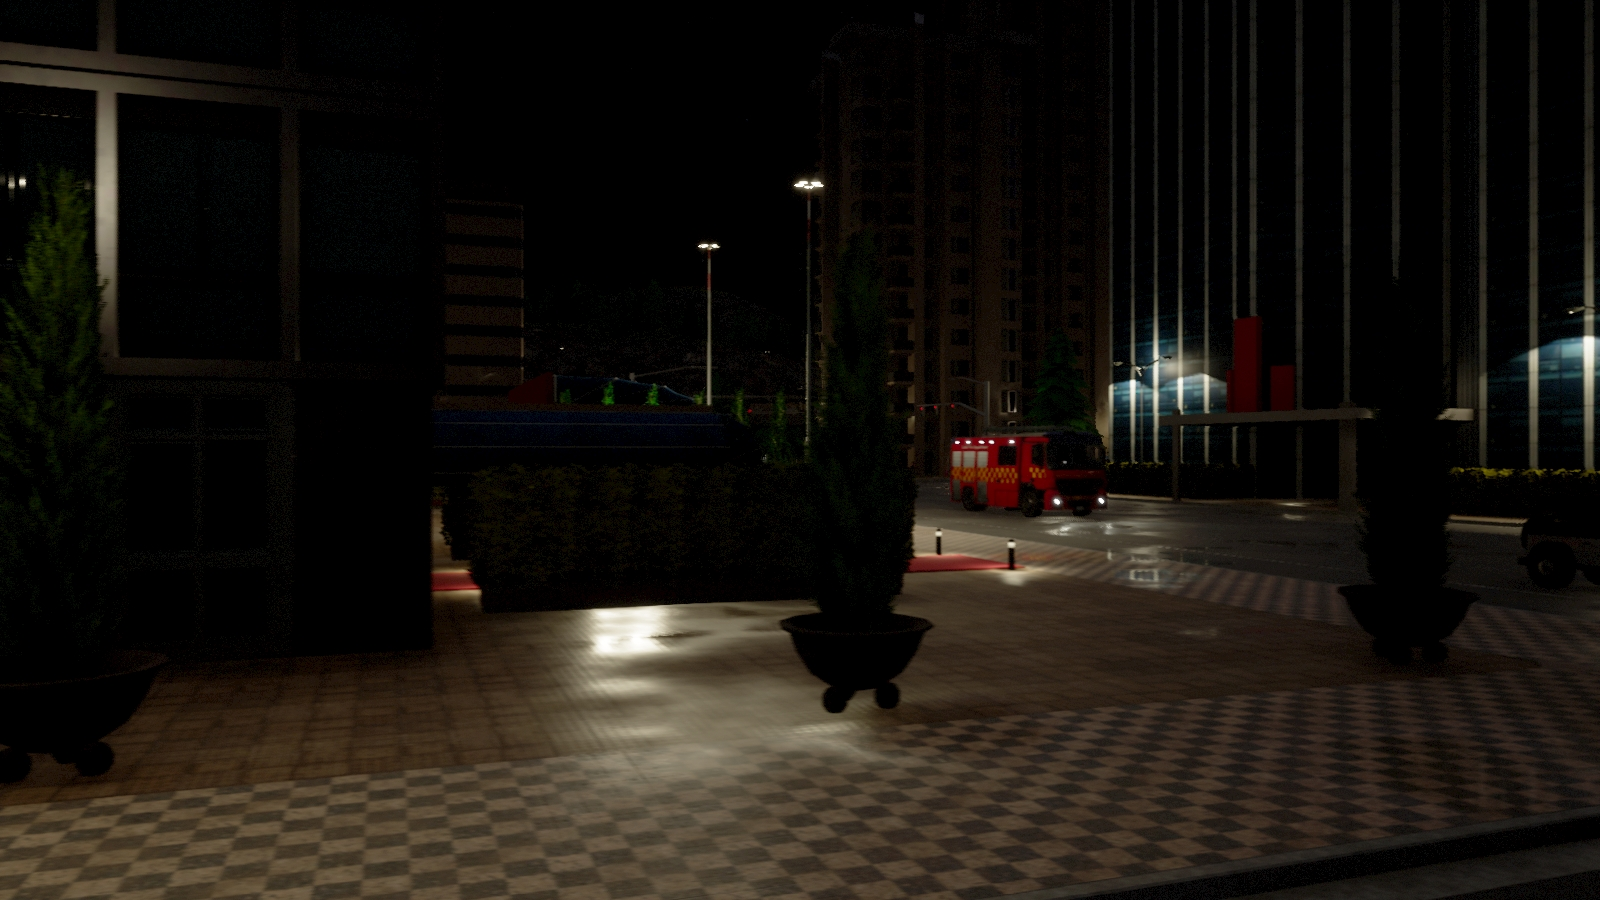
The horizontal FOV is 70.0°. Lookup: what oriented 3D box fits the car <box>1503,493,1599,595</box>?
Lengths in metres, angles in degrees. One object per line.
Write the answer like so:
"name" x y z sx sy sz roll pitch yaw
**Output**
"car" 16.241 1.857 22.373 1.905 1.878 3.866 0 0 -20
